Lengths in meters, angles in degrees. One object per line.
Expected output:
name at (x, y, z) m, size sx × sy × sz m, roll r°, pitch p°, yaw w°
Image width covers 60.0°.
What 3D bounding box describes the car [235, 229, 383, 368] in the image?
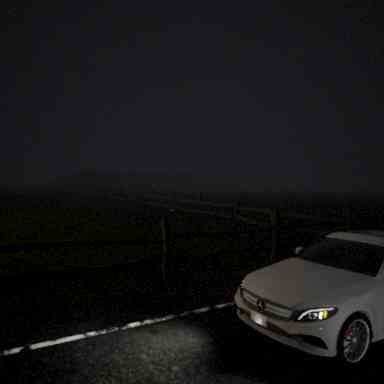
car at (2.905, 1.415, 5.615) m, size 4.674 × 1.442 × 1.812 m, roll 0°, pitch 1°, yaw -30°
